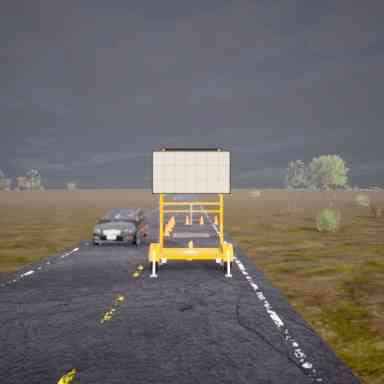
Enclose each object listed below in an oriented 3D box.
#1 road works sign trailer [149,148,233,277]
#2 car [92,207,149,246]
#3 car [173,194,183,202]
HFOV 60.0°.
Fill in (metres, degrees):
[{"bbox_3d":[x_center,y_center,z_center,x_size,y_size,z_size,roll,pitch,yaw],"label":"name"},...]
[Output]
[{"bbox_3d":[-0.021,0.464,10.237,2.380,3.560,2.880,0,0,0],"label":"road works sign trailer"},{"bbox_3d":[-3.129,1.491,15.347,2.128,1.511,4.902,0,0,0],"label":"car"},{"bbox_3d":[-3.155,1.352,76.325,2.097,1.767,4.553,0,0,0],"label":"car"}]
